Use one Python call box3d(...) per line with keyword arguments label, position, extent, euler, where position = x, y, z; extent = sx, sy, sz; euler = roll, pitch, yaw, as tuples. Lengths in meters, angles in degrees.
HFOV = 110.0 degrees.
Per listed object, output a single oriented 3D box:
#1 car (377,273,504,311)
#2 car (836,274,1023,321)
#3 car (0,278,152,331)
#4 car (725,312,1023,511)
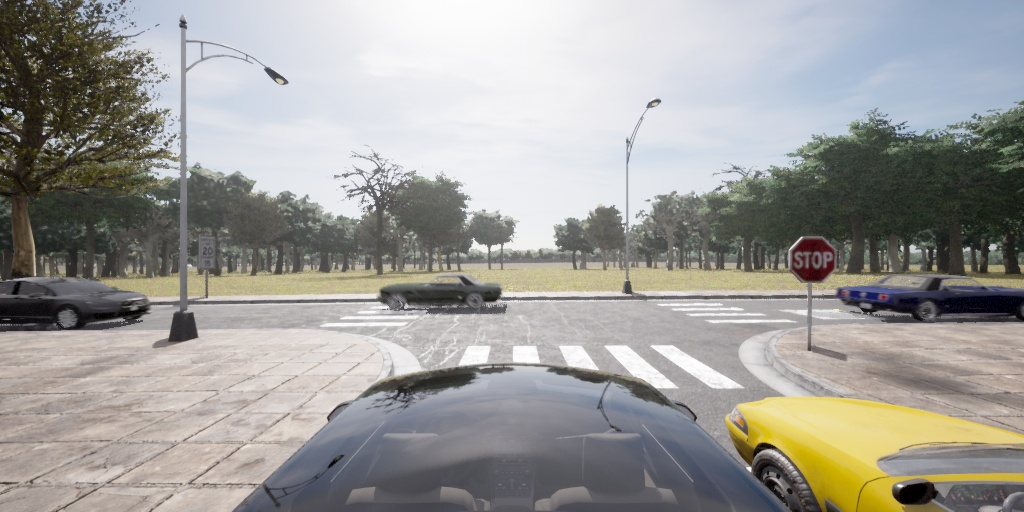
box3d(label="car", position=(-2.695, 1.353, 14.013), extent=(4.718, 1.301, 1.895), euler=(-1, 0, 0))
box3d(label="car", position=(13.022, 1.221, 10.926), extent=(4.718, 1.301, 1.895), euler=(0, 0, 1))
box3d(label="car", position=(-14.179, 1.421, 11.160), extent=(4.892, 1.490, 1.837), euler=(-1, 0, 0))
box3d(label="car", position=(2.634, 1.275, 1.051), extent=(1.751, 1.417, 4.829), euler=(0, 0, 0))
